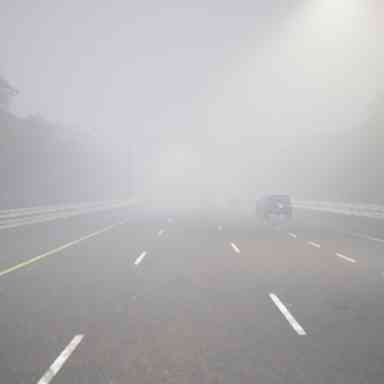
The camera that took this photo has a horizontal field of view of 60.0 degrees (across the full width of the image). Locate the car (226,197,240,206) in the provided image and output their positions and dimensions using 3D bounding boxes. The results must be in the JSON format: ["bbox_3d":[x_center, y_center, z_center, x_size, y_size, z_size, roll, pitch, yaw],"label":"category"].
[{"bbox_3d":[7.053,1.535,57.416,1.882,1.535,5.008,0,0,0],"label":"car"}]

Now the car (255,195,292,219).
[{"bbox_3d":[6.996,1.230,28.848,2.150,2.045,5.566,0,0,0],"label":"car"}]
